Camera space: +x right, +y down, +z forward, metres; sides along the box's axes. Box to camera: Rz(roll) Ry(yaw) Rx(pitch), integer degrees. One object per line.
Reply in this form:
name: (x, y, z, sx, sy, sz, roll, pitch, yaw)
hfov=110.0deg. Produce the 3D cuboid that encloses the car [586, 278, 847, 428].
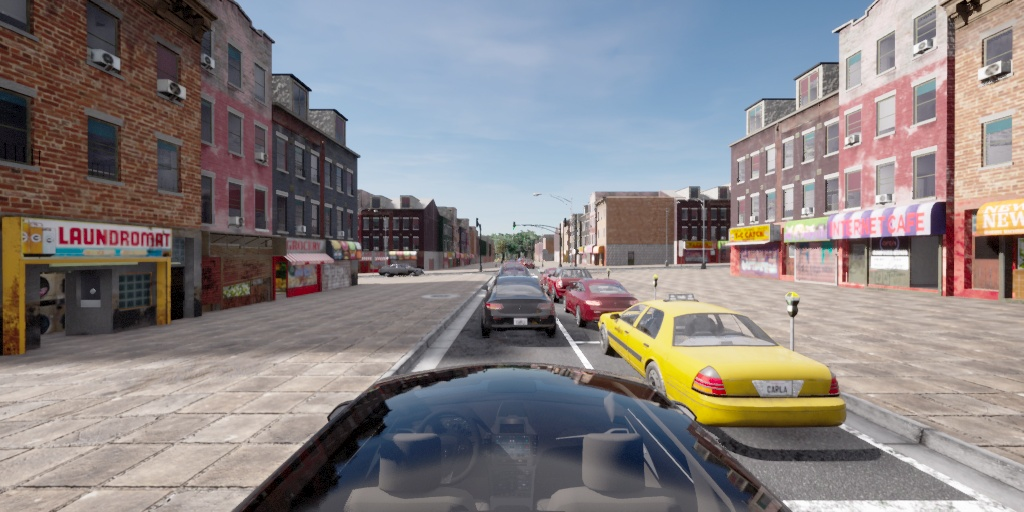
car: (2.643, 1.276, 5.866, 1.751, 1.417, 4.829, 0, 0, 0)

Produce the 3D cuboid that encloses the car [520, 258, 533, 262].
car: (2.723, 1.324, 59.436, 1.967, 1.591, 4.097, 0, 0, 0)

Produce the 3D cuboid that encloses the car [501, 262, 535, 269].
car: (0.113, 1.251, 17.978, 2.128, 1.511, 4.902, 0, 0, 0)

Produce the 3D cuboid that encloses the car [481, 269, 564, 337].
car: (0.115, 1.278, 10.209, 1.812, 1.442, 4.674, 0, 0, -2)

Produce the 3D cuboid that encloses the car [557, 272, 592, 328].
car: (2.650, 1.335, 11.163, 1.802, 1.307, 4.207, 0, 0, 0)

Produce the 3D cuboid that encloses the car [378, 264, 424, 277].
car: (-12.212, 1.629, 39.631, 4.902, 1.511, 2.128, -2, 0, 0)

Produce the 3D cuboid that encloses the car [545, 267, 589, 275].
car: (2.659, 1.197, 16.629, 1.967, 1.591, 4.097, 0, 0, 0)

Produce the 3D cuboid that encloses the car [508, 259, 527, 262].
car: (0.053, 1.260, 31.092, 1.882, 1.535, 5.008, 0, 0, -1)
